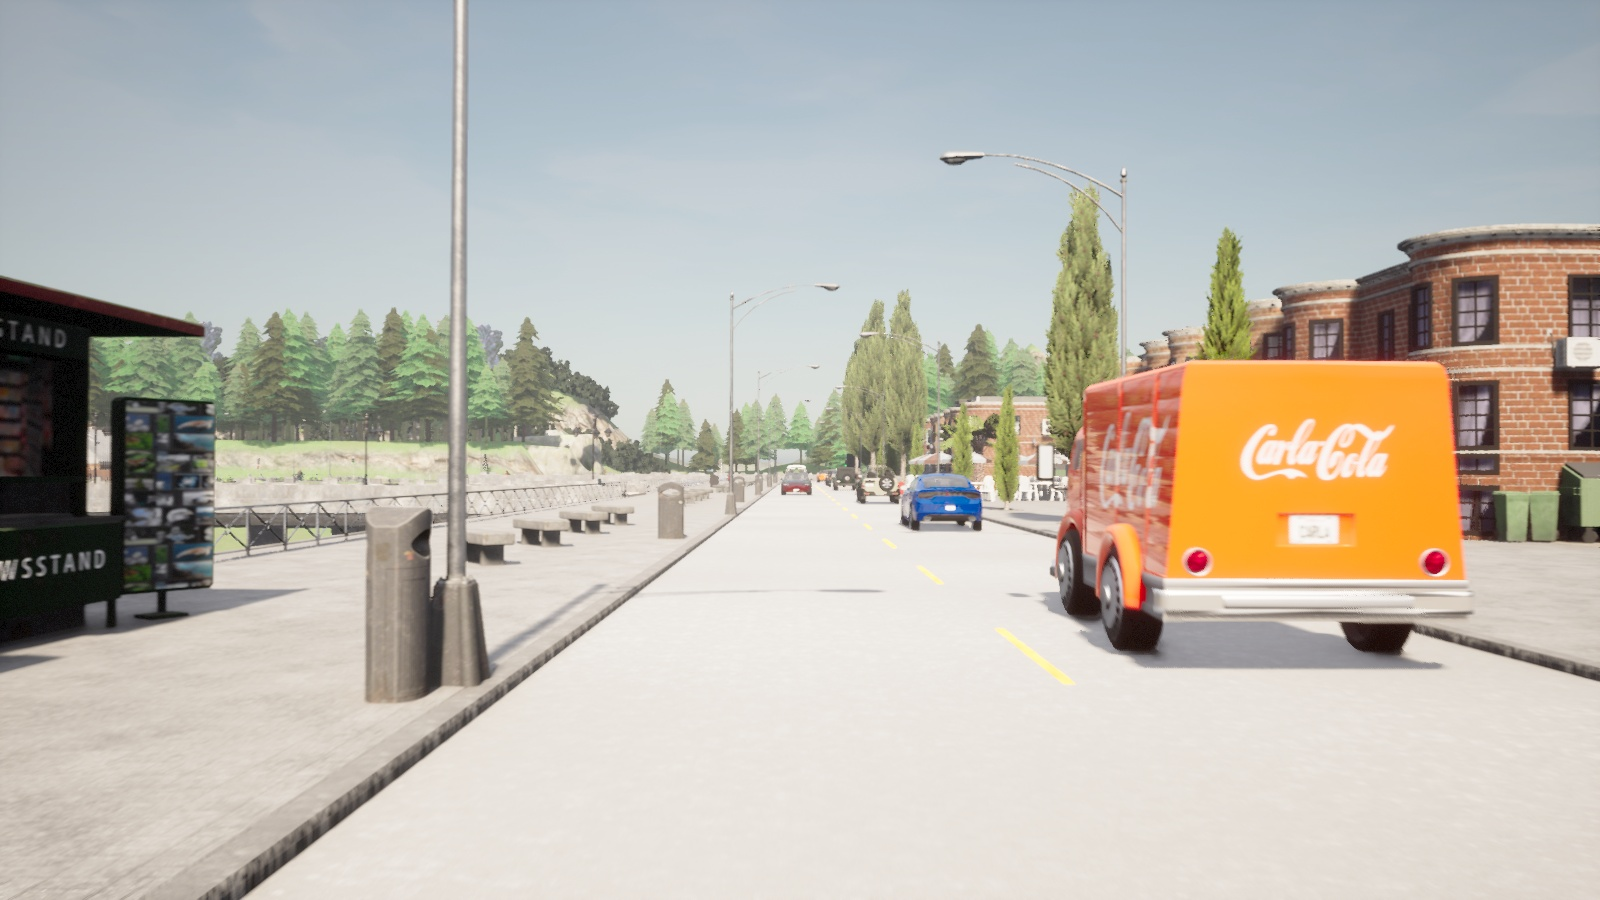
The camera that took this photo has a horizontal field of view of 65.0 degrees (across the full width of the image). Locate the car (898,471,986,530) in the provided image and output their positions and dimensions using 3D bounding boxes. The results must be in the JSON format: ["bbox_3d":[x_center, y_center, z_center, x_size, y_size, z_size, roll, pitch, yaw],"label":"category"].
[{"bbox_3d":[3.907,1.367,35.240,1.882,1.535,5.008,0,-1,0],"label":"car"}]

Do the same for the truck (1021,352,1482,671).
[{"bbox_3d":[3.965,0.519,12.352,2.627,2.467,5.204,0,-1,0],"label":"truck"}]

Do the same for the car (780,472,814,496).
[{"bbox_3d":[-0.212,2.187,81.943,2.163,1.488,4.792,0,-1,0],"label":"car"}]

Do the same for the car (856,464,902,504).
[{"bbox_3d":[3.838,1.652,61.861,1.932,1.855,4.605,0,-1,0],"label":"car"}]
